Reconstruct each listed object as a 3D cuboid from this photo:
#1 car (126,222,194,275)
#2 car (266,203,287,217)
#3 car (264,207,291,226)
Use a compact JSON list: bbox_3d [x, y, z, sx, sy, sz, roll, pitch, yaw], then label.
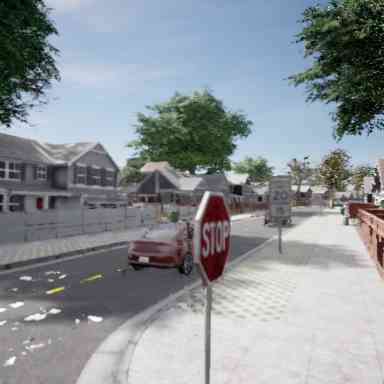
[{"bbox_3d":[-0.411,1.765,11.366,1.812,1.442,4.674,0,-1,24],"label":"car"},{"bbox_3d":[11.536,2.348,45.208,2.097,1.767,4.553,0,-1,24],"label":"car"},{"bbox_3d":[7.676,2.149,29.669,2.128,1.511,4.902,0,-1,24],"label":"car"}]
